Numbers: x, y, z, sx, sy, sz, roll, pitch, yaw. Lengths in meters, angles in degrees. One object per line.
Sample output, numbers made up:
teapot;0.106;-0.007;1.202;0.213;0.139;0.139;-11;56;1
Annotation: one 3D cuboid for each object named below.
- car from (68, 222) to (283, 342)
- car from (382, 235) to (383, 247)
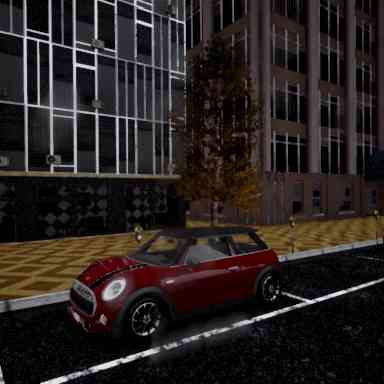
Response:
car;-0.194;1.439;6.404;4.097;1.590;1.967;0;-1;-35
car;9.106;1.546;12.939;4.403;1.369;2.008;0;-1;-35
